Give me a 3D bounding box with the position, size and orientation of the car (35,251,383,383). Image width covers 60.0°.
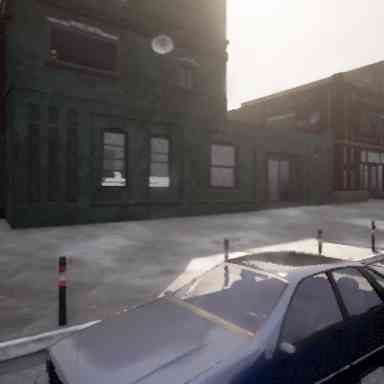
[{"bbox_3d":[1.082,1.537,4.147,5.357,1.411,2.033,0,0,-35],"label":"car"}]
